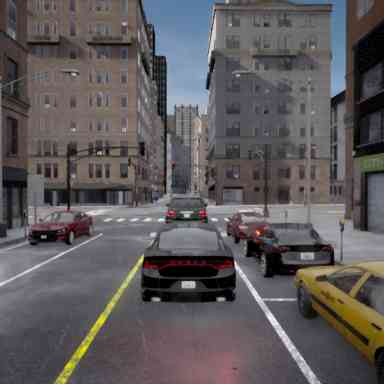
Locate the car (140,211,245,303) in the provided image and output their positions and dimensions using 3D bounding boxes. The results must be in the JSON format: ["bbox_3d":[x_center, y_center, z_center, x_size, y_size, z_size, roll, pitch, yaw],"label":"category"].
[{"bbox_3d":[-0.083,1.474,8.304,1.882,1.535,5.008,0,0,-1],"label":"car"}]

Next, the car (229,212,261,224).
[{"bbox_3d":[2.625,1.575,15.582,1.802,1.307,4.206,-1,0,-1],"label":"car"}]

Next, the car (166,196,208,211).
[{"bbox_3d":[-0.291,1.214,18.434,2.150,2.045,5.566,0,0,-1],"label":"car"}]

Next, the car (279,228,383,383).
[{"bbox_3d":[2.801,1.524,4.581,1.752,1.417,4.829,-1,0,-1],"label":"car"}]

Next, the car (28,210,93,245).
[{"bbox_3d":[-5.919,1.538,15.442,1.887,1.381,4.507,-1,0,-1],"label":"car"}]

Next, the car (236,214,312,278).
[{"bbox_3d":[2.715,1.562,9.997,1.947,1.339,4.313,-1,0,-1],"label":"car"}]
